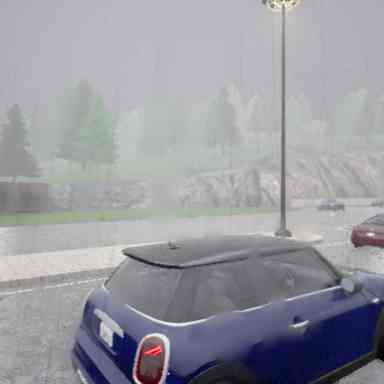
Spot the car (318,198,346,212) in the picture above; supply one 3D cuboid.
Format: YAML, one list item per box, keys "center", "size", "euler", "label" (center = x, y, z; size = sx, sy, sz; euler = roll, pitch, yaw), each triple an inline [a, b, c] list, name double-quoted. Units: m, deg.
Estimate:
- center: [17.559, 1.509, 41.795]
  size: [2.097, 1.767, 4.553]
  euler: [0, 0, 43]
  label: "car"

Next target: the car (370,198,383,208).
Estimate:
- center: [30.949, 1.733, 53.241]
  size: [4.892, 1.490, 1.837]
  euler: [0, 0, -18]
  label: "car"

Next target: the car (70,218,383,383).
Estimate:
- center: [0.920, 1.367, 4.380]
  size: [4.553, 1.767, 2.097]
  euler: [0, 0, -35]
  label: "car"

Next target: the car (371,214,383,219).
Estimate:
- center: [8.569, 1.625, 14.021]
  size: [4.181, 1.385, 1.994]
  euler: [0, 0, -35]
  label: "car"
